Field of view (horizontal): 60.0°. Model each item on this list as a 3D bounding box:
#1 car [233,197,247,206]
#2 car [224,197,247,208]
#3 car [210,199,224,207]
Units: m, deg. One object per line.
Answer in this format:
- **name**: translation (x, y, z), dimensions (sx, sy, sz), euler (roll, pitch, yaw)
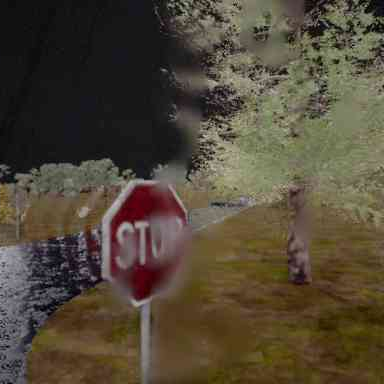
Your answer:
- **car**: translation (8.547, 1.627, 58.389), dimensions (1.882, 1.535, 5.008), euler (0, 0, 14)
- **car**: translation (6.748, 1.634, 51.277), dimensions (2.128, 1.511, 4.902), euler (0, 0, 15)
- **car**: translation (4.179, 1.770, 53.477), dimensions (1.895, 1.301, 4.718), euler (0, 0, 14)
